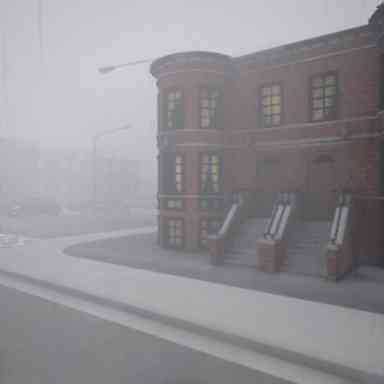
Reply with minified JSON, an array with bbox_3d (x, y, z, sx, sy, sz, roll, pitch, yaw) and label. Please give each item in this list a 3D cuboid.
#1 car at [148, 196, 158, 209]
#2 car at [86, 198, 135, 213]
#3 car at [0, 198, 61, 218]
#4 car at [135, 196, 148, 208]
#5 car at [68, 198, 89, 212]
[{"bbox_3d":[-3.302,1.357,45.664,2.097,1.767,4.553,0,0,36],"label":"car"},{"bbox_3d":[-9.108,1.595,37.559,1.895,1.301,4.718,0,0,36],"label":"car"},{"bbox_3d":[-14.390,1.337,30.153,2.097,1.767,4.553,0,0,35],"label":"car"},{"bbox_3d":[-6.488,1.352,47.230,2.097,1.767,4.553,0,0,36],"label":"car"},{"bbox_3d":[-12.173,1.468,39.289,1.882,1.535,5.008,0,0,35],"label":"car"}]
